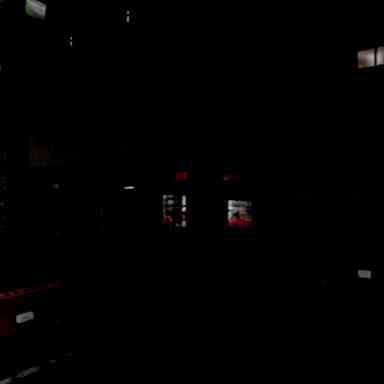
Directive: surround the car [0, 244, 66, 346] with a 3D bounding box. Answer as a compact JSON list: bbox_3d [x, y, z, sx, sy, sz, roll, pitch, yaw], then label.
[{"bbox_3d":[-4.059,1.552,5.774,4.507,1.381,1.887,0,0,36],"label":"car"}]
